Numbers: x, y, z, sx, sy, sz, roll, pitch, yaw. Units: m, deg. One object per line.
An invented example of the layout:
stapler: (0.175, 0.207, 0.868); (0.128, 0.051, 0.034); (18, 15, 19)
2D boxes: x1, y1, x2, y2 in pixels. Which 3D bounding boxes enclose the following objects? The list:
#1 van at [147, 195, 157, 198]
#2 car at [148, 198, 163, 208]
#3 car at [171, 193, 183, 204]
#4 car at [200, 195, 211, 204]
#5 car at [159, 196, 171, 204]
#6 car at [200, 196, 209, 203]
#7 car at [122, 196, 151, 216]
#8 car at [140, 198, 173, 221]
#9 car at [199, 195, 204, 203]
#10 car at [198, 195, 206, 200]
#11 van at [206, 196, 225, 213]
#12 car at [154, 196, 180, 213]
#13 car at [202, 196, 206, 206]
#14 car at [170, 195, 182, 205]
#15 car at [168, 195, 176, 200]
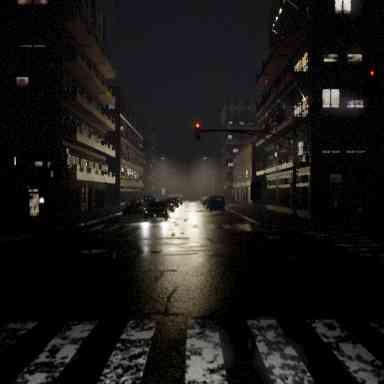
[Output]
van: (-5.369, 1.314, 43.084); (1.690, 1.788, 3.998); (0, 0, 0)
car: (-5.317, 1.551, 48.665); (1.802, 1.307, 4.206); (0, 0, 0)
car: (-2.747, 1.185, 57.591); (2.150, 2.045, 5.566); (0, 0, 1)
car: (2.627, 1.397, 65.401); (1.967, 1.590, 4.097); (0, 0, 0)
car: (-5.254, 1.501, 65.409); (1.887, 1.381, 4.507); (0, 0, 0)
car: (2.632, 1.496, 70.983); (1.887, 1.381, 4.507); (0, 0, 0)
car: (-5.414, 1.421, 31.920); (1.967, 1.590, 4.097); (0, 0, 0)
car: (-2.812, 1.510, 27.390); (1.812, 1.442, 4.674); (0, 0, -1)
car: (2.619, 1.531, 54.239); (1.947, 1.339, 4.313); (0, 0, 0)
car: (2.648, 1.497, 87.728); (1.947, 1.339, 4.313); (0, 0, 0)
van: (2.730, 1.319, 36.873); (1.690, 1.788, 3.998); (0, 0, 0)
car: (-2.814, 1.525, 37.036); (2.033, 1.411, 5.357); (0, 0, 0)
car: (2.701, 1.518, 43.077); (1.887, 1.381, 4.507); (0, 0, 0)
car: (-2.795, 1.496, 46.948); (1.812, 1.442, 4.674); (0, 0, 0)
car: (-5.233, 1.482, 87.735); (2.008, 1.369, 4.403); (0, 0, 0)
